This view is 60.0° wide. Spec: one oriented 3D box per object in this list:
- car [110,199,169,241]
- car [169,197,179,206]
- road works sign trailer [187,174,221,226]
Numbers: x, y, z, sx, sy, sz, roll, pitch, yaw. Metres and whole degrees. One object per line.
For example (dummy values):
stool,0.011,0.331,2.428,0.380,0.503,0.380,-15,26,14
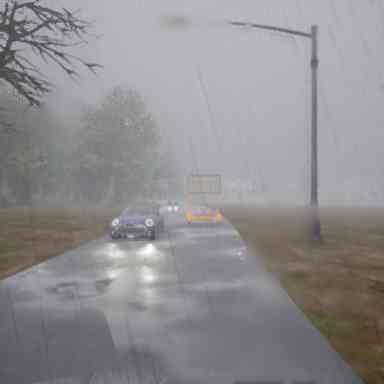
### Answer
car,-2.630,1.386,16.987,2.097,1.767,4.553,0,0,2
car,-3.333,1.630,58.086,2.128,1.511,4.902,0,0,-5
road works sign trailer,0.855,0.521,23.677,2.380,3.560,2.880,0,0,1
